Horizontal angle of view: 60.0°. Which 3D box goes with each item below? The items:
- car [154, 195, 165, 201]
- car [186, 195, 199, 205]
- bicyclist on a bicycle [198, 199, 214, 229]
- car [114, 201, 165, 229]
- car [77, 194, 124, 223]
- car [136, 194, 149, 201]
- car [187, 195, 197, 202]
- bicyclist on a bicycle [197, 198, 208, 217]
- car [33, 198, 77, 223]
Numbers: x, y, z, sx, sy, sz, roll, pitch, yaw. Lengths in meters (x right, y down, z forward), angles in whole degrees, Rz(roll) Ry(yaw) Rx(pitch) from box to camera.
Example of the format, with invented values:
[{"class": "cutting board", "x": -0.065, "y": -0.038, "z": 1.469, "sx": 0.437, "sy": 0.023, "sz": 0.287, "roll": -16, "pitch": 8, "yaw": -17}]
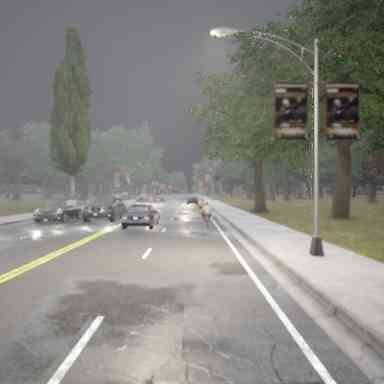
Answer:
[{"class": "car", "x": -6.514, "y": 1.375, "z": 66.280, "sx": 2.128, "sy": 1.511, "sz": 4.902, "roll": 0, "pitch": 0, "yaw": 0}, {"class": "car", "x": 0.093, "y": 1.392, "z": 55.658, "sx": 1.837, "sy": 1.490, "sz": 4.892, "roll": 0, "pitch": 0, "yaw": 0}, {"class": "bicyclist on a bicycle", "x": 0.911, "y": 1.396, "z": 20.092, "sx": 0.866, "sy": 1.612, "sz": 1.509, "roll": 0, "pitch": 0, "yaw": 0}, {"class": "car", "x": -3.151, "y": 1.505, "z": 21.033, "sx": 2.033, "sy": 1.411, "sz": 5.357, "roll": 0, "pitch": 0, "yaw": 0}, {"class": "car", "x": -6.601, "y": 1.171, "z": 25.473, "sx": 2.150, "sy": 2.045, "sz": 5.566, "roll": 0, "pitch": 0, "yaw": 0}, {"class": "car", "x": -9.765, "y": 1.219, "z": 66.322, "sx": 2.097, "sy": 1.767, "sz": 4.553, "roll": 0, "pitch": 0, "yaw": 0}, {"class": "car", "x": -0.008, "y": 1.379, "z": 73.784, "sx": 2.128, "sy": 1.511, "sz": 4.902, "roll": 0, "pitch": 0, "yaw": 0}, {"class": "bicyclist on a bicycle", "x": 0.909, "y": 1.377, "z": 29.559, "sx": 0.866, "sy": 1.612, "sz": 1.509, "roll": 0, "pitch": 0, "yaw": 0}, {"class": "car", "x": -9.849, "y": 1.302, "z": 24.653, "sx": 2.097, "sy": 1.767, "sz": 4.553, "roll": 0, "pitch": 0, "yaw": 0}]
